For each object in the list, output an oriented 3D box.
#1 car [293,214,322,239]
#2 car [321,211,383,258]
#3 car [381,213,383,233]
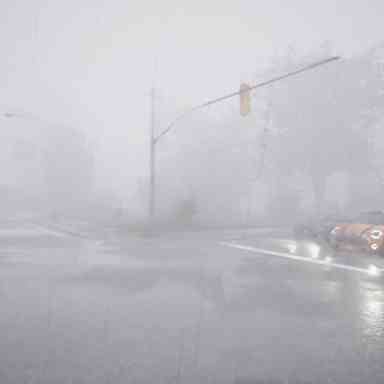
[{"bbox_3d":[7.334,1.858,17.812,4.181,1.385,1.994,2,-1,-35],"label":"car"},{"bbox_3d":[7.772,1.584,13.829,4.553,1.767,2.097,2,-1,-35],"label":"car"},{"bbox_3d":[15.998,2.319,23.989,5.357,1.411,2.033,4,-2,-35],"label":"car"}]
